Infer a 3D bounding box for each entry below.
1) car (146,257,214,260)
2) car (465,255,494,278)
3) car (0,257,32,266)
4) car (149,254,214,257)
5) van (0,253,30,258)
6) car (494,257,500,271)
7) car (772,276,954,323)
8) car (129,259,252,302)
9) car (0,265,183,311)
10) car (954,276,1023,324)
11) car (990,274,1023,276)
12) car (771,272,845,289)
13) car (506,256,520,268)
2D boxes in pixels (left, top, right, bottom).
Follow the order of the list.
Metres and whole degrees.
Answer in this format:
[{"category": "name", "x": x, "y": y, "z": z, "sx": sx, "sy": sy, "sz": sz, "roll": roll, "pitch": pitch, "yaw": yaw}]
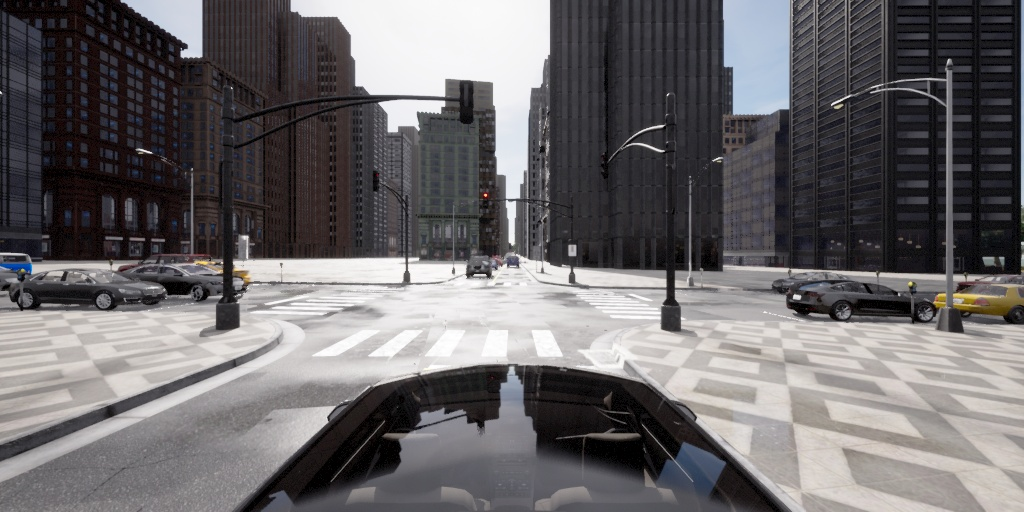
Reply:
[{"category": "car", "x": -16.311, "y": 1.018, "z": 18.519, "sx": 5.008, "sy": 1.535, "sz": 1.882, "roll": 1, "pitch": 0, "yaw": 0}, {"category": "car", "x": -3.061, "y": 0.970, "z": 33.737, "sx": 2.150, "sy": 2.045, "sz": 5.566, "roll": 0, "pitch": 0, "yaw": -1}, {"category": "car", "x": -23.551, "y": 0.935, "z": 15.377, "sx": 4.902, "sy": 1.511, "sz": 2.128, "roll": 1, "pitch": 0, "yaw": 0}, {"category": "car", "x": -20.198, "y": 0.799, "z": 21.138, "sx": 5.009, "sy": 1.841, "sz": 2.192, "roll": 0, "pitch": 0, "yaw": 0}, {"category": "van", "x": -31.116, "y": 0.680, "z": 21.157, "sx": 3.998, "sy": 1.789, "sz": 1.690, "roll": 0, "pitch": 0, "yaw": 0}, {"category": "car", "x": -3.021, "y": 1.275, "z": 50.801, "sx": 1.812, "sy": 1.442, "sz": 4.674, "roll": 0, "pitch": 0, "yaw": 0}, {"category": "car", "x": 12.143, "y": 1.524, "z": 12.654, "sx": 4.313, "sy": 1.339, "sz": 1.948, "roll": 0, "pitch": 0, "yaw": 0}, {"category": "car", "x": -14.136, "y": 1.065, "z": 15.348, "sx": 4.902, "sy": 1.511, "sz": 2.128, "roll": 1, "pitch": 0, "yaw": 1}, {"category": "car", "x": -14.764, "y": 1.116, "z": 12.604, "sx": 4.403, "sy": 1.370, "sz": 2.007, "roll": 0, "pitch": 0, "yaw": 0}, {"category": "car", "x": 17.956, "y": 1.571, "z": 12.644, "sx": 4.829, "sy": 1.417, "sz": 1.751, "roll": 0, "pitch": 0, "yaw": 0}, {"category": "car", "x": 29.095, "y": 1.765, "z": 21.150, "sx": 4.507, "sy": 1.381, "sz": 1.888, "roll": 0, "pitch": 0, "yaw": 0}, {"category": "car", "x": 17.809, "y": 1.591, "z": 21.169, "sx": 4.403, "sy": 1.370, "sz": 2.007, "roll": 0, "pitch": 0, "yaw": 0}, {"category": "car", "x": 0.190, "y": 0.973, "z": 62.667, "sx": 2.150, "sy": 2.045, "sz": 5.566, "roll": 0, "pitch": 0, "yaw": 0}]
